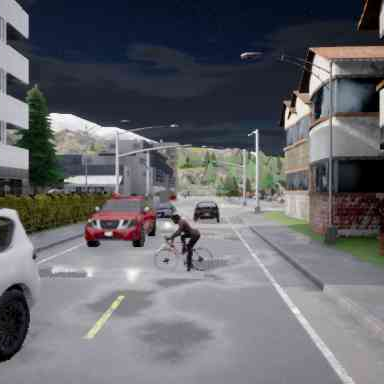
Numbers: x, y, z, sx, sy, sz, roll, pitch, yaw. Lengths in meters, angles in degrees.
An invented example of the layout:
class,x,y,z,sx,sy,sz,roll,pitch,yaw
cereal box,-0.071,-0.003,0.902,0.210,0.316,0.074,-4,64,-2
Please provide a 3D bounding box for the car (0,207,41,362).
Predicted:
class,x,y,z,sx,sy,sz,roll,pitch,yaw
car,-3.550,1.221,3.025,2.150,2.045,5.566,0,0,3

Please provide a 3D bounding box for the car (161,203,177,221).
class,x,y,z,sx,sy,sz,roll,pitch,yaw
car,-2.366,1.564,27.325,1.994,1.385,4.181,0,0,3

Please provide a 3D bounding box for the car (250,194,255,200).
class,x,y,z,sx,sy,sz,roll,pitch,yaw
car,17.315,1.111,81.753,4.605,1.855,1.932,0,0,2

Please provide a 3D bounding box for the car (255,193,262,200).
class,x,y,z,sx,sy,sz,roll,pitch,yaw
car,17.599,1.091,78.832,3.866,1.878,1.905,0,0,2

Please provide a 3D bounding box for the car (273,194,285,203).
class,x,y,z,sx,sy,sz,roll,pitch,yaw
car,17.073,1.246,59.625,3.806,1.475,1.970,0,0,2

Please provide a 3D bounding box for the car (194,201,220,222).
class,x,y,z,sx,sy,sz,roll,pitch,yaw
car,1.200,1.477,26.579,1.882,1.535,5.008,0,0,2

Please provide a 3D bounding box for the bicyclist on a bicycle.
class,x,y,z,sx,sy,sz,roll,pitch,yaw
bicyclist on a bicycle,-0.258,1.450,9.338,1.656,1.620,0.582,-2,0,3

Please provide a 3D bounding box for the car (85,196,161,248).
class,x,y,z,sx,sy,sz,roll,pitch,yaw
car,-2.991,1.223,15.220,2.150,2.045,5.566,0,0,3

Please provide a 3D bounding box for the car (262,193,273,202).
class,x,y,z,sx,sy,sz,roll,pitch,yaw
car,17.034,1.168,66.050,5.027,1.636,2.152,0,0,2
